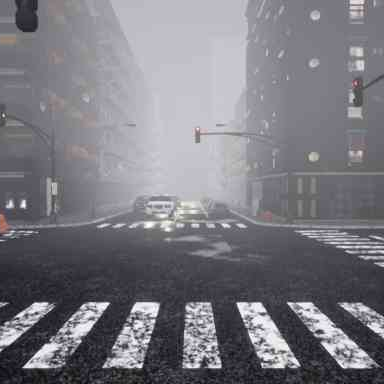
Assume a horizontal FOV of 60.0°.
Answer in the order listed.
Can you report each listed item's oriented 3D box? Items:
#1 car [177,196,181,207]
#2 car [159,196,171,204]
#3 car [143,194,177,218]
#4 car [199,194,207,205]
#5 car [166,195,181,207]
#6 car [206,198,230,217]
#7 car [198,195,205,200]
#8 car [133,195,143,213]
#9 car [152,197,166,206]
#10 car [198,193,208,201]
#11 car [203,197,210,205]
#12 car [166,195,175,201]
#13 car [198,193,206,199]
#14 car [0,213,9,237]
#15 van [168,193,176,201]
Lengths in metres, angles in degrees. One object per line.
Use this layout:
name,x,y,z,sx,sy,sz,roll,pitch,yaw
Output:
car,-2.785,1.478,40.332,2.128,1.511,4.902,0,0,0
car,-5.224,1.557,64.679,1.802,1.307,4.206,-1,0,0
car,-2.808,1.212,30.382,2.150,2.045,5.566,0,0,0
car,2.647,1.523,59.078,1.887,1.381,4.507,-1,0,0
car,-2.760,1.334,50.395,2.097,1.767,4.553,0,0,0
car,2.604,1.572,31.382,1.802,1.307,4.206,-1,0,0
car,2.700,1.539,92.313,1.802,1.307,4.206,-1,0,0
car,-5.271,1.303,36.993,2.192,1.841,5.009,-1,0,0
car,-5.241,1.563,53.605,1.802,1.307,4.206,-1,0,0
car,2.679,1.280,81.235,2.192,1.841,5.009,-1,0,0
car,2.612,1.539,36.921,2.008,1.369,4.403,-1,0,0
car,-5.199,1.491,81.120,1.752,1.417,4.829,-1,0,0
car,2.674,1.551,75.696,1.802,1.307,4.206,-1,0,0
car,-11.119,1.336,15.278,4.553,1.767,2.097,0,1,-1
van,-5.192,1.302,86.828,1.690,1.788,3.998,-1,0,0
